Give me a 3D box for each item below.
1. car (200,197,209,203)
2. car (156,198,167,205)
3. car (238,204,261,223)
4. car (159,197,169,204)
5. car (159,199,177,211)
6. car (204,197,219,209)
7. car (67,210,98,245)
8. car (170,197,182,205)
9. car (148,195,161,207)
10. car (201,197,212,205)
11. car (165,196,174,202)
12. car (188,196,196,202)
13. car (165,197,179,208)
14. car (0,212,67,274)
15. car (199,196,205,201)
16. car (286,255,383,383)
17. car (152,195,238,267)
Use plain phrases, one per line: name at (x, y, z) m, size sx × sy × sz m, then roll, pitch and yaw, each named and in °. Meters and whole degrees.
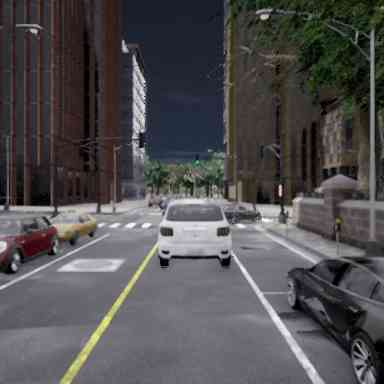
car at (2.735, 1.754, 75.023) m, size 1.887 × 1.381 × 4.507 m, roll 0°, pitch 0°, yaw 0°
car at (-5.787, 1.758, 64.144) m, size 1.802 × 1.307 × 4.206 m, roll 0°, pitch 0°, yaw 0°
car at (3.325, 1.655, 25.281) m, size 4.674 × 1.442 × 1.812 m, roll 2°, pitch -3°, yaw -44°
car at (-5.789, 1.717, 69.412) m, size 1.752 × 1.417 × 4.829 m, roll 0°, pitch 0°, yaw 0°
car at (-3.111, 1.681, 43.832) m, size 1.994 × 1.385 × 4.181 m, roll 0°, pitch 0°, yaw 0°
car at (2.745, 1.568, 47.835) m, size 1.967 × 1.590 × 4.097 m, roll 0°, pitch 0°, yaw 0°
car at (-5.768, 1.565, 15.692) m, size 1.752 × 1.417 × 4.829 m, roll 0°, pitch 0°, yaw 0°
car at (-3.044, 1.736, 62.701) m, size 1.994 × 1.385 × 4.181 m, roll 0°, pitch 0°, yaw 1°
car at (-5.783, 1.459, 53.270) m, size 2.192 × 1.841 × 5.009 m, roll 0°, pitch 0°, yaw 0°
car at (2.739, 1.727, 64.147) m, size 2.008 × 1.369 × 4.403 m, roll 0°, pitch 0°, yaw 0°
car at (-5.795, 1.794, 85.895) m, size 2.008 × 1.369 × 4.403 m, roll 0°, pitch 0°, yaw 0°
car at (-0.031, 1.739, 84.306) m, size 1.837 × 1.490 × 4.892 m, roll 0°, pitch 0°, yaw 0°
car at (-3.103, 1.620, 52.858) m, size 1.882 × 1.535 × 5.008 m, roll 0°, pitch 0°, yaw 0°
car at (-5.767, 1.466, 10.405) m, size 1.967 × 1.590 × 4.097 m, roll 0°, pitch 0°, yaw 0°
car at (2.728, 1.787, 91.505) m, size 1.752 × 1.417 × 4.829 m, roll 0°, pitch 0°, yaw 0°
car at (2.761, 1.579, 4.953) m, size 1.947 × 1.339 × 4.313 m, roll 0°, pitch 0°, yaw 0°
car at (0.084, 1.252, 11.672) m, size 2.150 × 2.045 × 5.566 m, roll 0°, pitch 0°, yaw 0°
